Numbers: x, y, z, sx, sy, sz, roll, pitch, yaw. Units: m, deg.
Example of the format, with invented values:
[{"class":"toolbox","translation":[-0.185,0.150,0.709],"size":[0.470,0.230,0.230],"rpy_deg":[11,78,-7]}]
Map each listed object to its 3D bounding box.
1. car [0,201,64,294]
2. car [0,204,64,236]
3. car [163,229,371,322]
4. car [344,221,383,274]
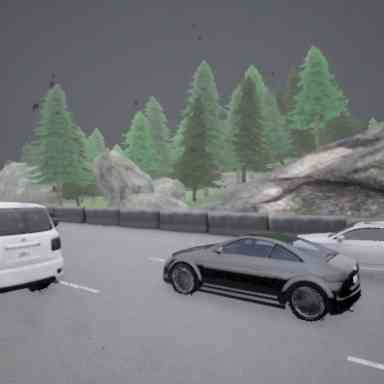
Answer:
[{"class":"car","translation":[-5.320,1.241,7.799],"size":[5.566,2.045,2.150],"rpy_deg":[0,0,36]},{"class":"car","translation":[-9.800,1.548,19.575],"size":[4.892,1.490,1.837],"rpy_deg":[0,0,35]},{"class":"car","translation":[1.388,1.571,7.300],"size":[4.181,1.385,1.994],"rpy_deg":[0,0,35]},{"class":"car","translation":[4.866,1.528,9.120],"size":[4.674,1.442,1.812],"rpy_deg":[0,0,35]}]
